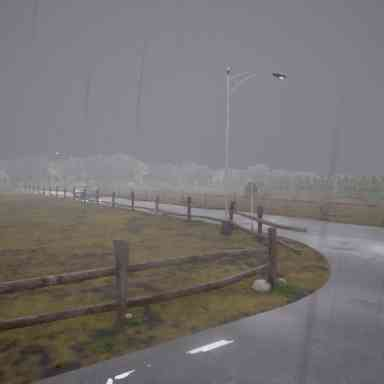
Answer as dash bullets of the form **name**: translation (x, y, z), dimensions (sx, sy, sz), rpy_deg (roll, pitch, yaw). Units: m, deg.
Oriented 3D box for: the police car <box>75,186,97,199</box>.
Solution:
- **police car**: translation (-13.226, 0.084, 41.603), dimensions (2.038, 1.542, 4.974), rpy_deg (-1, 2, -36)
